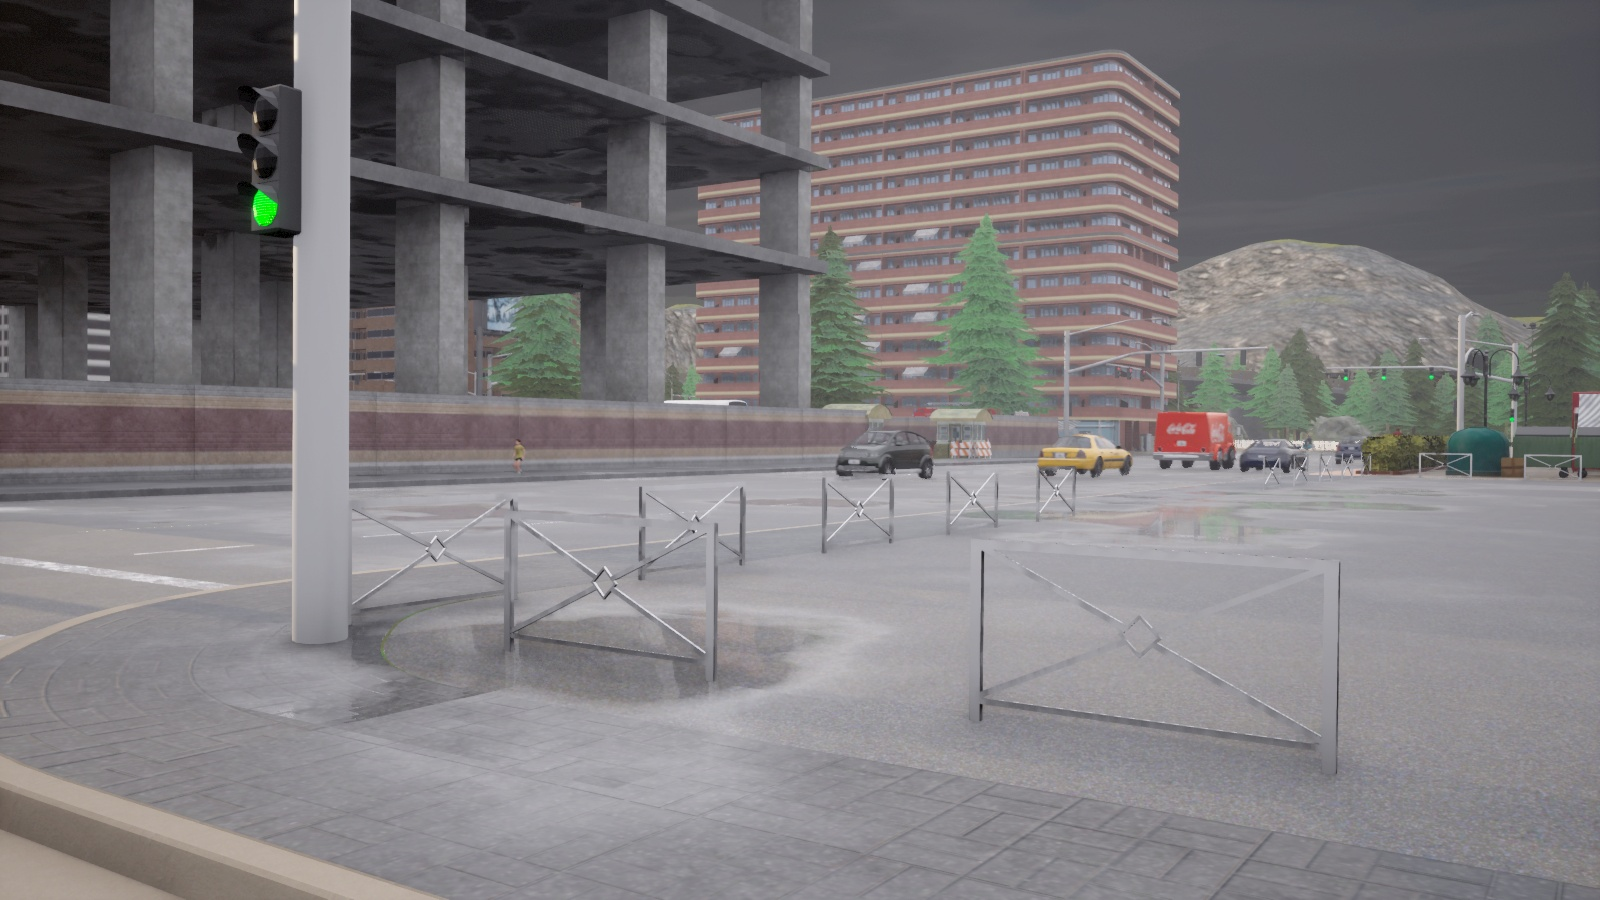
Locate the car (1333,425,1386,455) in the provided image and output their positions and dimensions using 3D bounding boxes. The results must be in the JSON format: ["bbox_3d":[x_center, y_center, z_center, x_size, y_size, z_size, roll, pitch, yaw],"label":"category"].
[{"bbox_3d":[30.018,-0.535,67.292,1.789,1.549,3.705,0,1,37],"label":"car"}]

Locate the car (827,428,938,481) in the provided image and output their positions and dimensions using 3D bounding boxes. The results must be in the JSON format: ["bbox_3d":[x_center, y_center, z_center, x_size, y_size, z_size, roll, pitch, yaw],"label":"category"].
[{"bbox_3d":[2.591,0.103,38.673,1.789,1.549,3.705,0,1,33],"label":"car"}]

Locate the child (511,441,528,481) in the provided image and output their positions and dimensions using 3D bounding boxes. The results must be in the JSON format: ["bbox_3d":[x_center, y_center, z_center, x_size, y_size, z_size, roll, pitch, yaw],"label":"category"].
[{"bbox_3d":[-7.882,0.300,35.247,0.255,1.110,0.394,0,1,32],"label":"child"}]

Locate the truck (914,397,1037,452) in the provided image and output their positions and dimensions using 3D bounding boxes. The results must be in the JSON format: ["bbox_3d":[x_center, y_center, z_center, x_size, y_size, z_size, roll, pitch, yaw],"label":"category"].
[{"bbox_3d":[12.721,-1.797,91.465,8.468,3.827,2.891,0,1,34],"label":"truck"}]

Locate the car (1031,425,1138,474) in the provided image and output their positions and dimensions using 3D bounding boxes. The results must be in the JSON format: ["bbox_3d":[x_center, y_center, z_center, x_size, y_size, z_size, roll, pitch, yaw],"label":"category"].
[{"bbox_3d":[9.917,-0.068,43.423,1.801,1.575,5.366,0,1,33],"label":"car"}]

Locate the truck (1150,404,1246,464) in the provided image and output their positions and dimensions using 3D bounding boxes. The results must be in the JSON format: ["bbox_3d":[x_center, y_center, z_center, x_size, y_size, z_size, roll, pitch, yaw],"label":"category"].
[{"bbox_3d":[17.419,-0.717,54.794,2.627,2.467,5.204,0,1,33],"label":"truck"}]

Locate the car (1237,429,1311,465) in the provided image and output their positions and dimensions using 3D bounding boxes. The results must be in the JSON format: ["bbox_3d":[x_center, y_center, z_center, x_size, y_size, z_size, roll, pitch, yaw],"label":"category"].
[{"bbox_3d":[19.530,-0.142,51.638,1.994,1.385,4.181,0,1,33],"label":"car"}]
